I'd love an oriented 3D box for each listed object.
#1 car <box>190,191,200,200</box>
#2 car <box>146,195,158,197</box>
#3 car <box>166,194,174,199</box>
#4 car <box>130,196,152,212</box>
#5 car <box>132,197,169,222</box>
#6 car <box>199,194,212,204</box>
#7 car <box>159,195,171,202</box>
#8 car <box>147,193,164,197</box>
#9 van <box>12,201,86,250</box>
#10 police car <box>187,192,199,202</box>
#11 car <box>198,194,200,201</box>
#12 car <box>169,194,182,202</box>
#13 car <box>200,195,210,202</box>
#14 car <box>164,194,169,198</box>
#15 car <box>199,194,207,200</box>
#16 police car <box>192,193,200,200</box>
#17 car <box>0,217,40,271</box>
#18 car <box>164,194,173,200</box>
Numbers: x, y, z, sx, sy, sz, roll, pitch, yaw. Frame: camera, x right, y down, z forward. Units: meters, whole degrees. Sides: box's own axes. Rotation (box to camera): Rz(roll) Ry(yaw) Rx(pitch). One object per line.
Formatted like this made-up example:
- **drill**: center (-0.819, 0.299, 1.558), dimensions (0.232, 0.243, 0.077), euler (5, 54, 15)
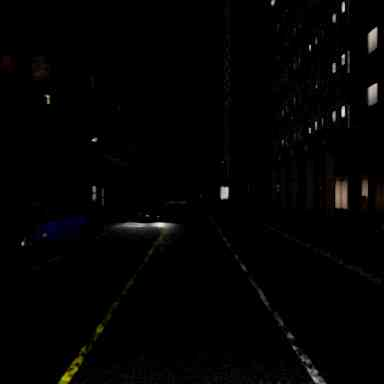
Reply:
- **car**: center (0.699, 0.889, 85.677), dimensions (2.150, 2.045, 5.566), euler (0, 0, -4)
- **car**: center (-5.677, 1.405, 41.901), dimensions (1.802, 1.307, 4.206), euler (0, 0, 0)
- **car**: center (-5.663, 1.187, 86.919), dimensions (1.752, 1.417, 4.829), euler (0, 0, 0)
- **car**: center (-5.679, 1.427, 36.252), dimensions (1.802, 1.307, 4.206), euler (0, 0, 0)
- **car**: center (-3.091, 1.393, 25.472), dimensions (1.837, 1.490, 4.892), euler (0, 0, 0)
- **car**: center (2.709, 1.285, 59.014), dimensions (1.752, 1.417, 4.829), euler (0, 0, 0)
- **car**: center (-5.668, 1.269, 70.143), dimensions (2.008, 1.369, 4.403), euler (0, 0, 0)
- **car**: center (-5.676, 1.117, 47.548), dimensions (2.192, 1.841, 5.009), euler (0, 0, 0)
- **van**: center (-5.686, 1.281, 13.658), dimensions (1.690, 1.788, 3.998), euler (0, 0, 0)
- **police car**: center (0.270, 1.146, 69.639), dimensions (1.930, 1.638, 5.238), euler (0, 0, -18)
- **car**: center (2.711, 1.179, 64.491), dimensions (1.967, 1.590, 4.097), euler (0, 0, 0)
- **car**: center (-2.990, 1.208, 66.525), dimensions (1.882, 1.535, 5.008), euler (0, 0, 0)
- **car**: center (2.712, 1.269, 70.141), dimensions (2.008, 1.369, 4.403), euler (0, 0, 0)
- **car**: center (-5.672, 1.200, 58.846), dimensions (1.967, 1.590, 4.097), euler (0, 0, 0)
- **car**: center (2.716, 1.246, 81.438), dimensions (1.947, 1.339, 4.313), euler (0, 0, 0)
- **police car**: center (0.926, 1.111, 79.762), dimensions (1.930, 1.638, 5.238), euler (0, 0, 0)
- **car**: center (-5.688, 1.530, 8.010), dimensions (1.947, 1.339, 4.313), euler (0, 0, 0)
- **car**: center (-5.665, 1.246, 81.440), dimensions (1.947, 1.339, 4.313), euler (0, 0, 0)
